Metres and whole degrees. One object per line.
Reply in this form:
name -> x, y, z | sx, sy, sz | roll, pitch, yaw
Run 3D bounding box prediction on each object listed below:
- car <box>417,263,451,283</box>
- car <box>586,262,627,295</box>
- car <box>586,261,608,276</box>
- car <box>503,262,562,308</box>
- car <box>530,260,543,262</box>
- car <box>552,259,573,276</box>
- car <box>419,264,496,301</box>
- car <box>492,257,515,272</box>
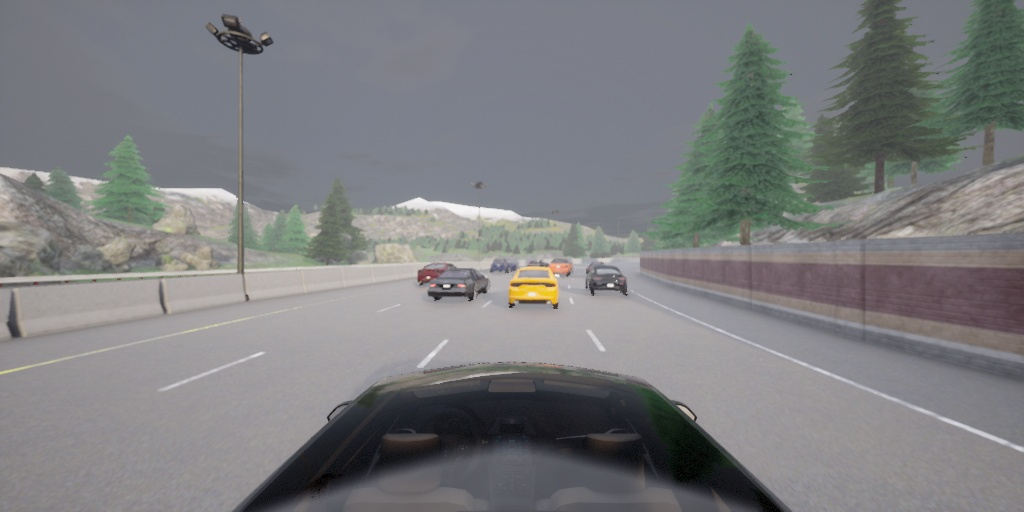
car -> -4.748, 1.186, 24.547 | 1.882, 1.535, 5.008 | 0, 0, 10
car -> 5.050, 1.247, 19.482 | 1.812, 1.442, 4.674 | 0, 0, 8
car -> 8.725, 1.257, 36.469 | 1.994, 1.385, 4.181 | 0, 0, 16
car -> 0.978, 1.204, 15.179 | 1.882, 1.535, 5.008 | 0, 0, 6
car -> 3.078, 1.171, 41.986 | 2.128, 1.511, 4.902 | 0, 0, 17
car -> 4.916, 1.045, 35.819 | 2.097, 1.767, 4.553 | 0, 0, 15
car -> -2.359, 1.269, 17.087 | 2.033, 1.411, 5.357 | 0, 0, 7
car -> -0.869, 1.034, 41.002 | 2.097, 1.767, 4.553 | 0, 0, 16
